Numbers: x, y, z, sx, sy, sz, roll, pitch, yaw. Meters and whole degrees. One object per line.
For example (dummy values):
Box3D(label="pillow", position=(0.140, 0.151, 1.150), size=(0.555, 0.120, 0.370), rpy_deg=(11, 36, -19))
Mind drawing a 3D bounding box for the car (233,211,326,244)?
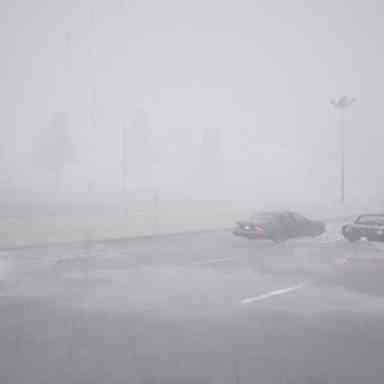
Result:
Box3D(label="car", position=(4.348, 1.607, 16.097), size=(5.357, 1.411, 2.033), rpy_deg=(0, 0, -39))

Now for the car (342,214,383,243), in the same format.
Box3D(label="car", position=(8.887, 1.667, 15.340), size=(4.718, 1.301, 1.895), rpy_deg=(0, 0, -40))
